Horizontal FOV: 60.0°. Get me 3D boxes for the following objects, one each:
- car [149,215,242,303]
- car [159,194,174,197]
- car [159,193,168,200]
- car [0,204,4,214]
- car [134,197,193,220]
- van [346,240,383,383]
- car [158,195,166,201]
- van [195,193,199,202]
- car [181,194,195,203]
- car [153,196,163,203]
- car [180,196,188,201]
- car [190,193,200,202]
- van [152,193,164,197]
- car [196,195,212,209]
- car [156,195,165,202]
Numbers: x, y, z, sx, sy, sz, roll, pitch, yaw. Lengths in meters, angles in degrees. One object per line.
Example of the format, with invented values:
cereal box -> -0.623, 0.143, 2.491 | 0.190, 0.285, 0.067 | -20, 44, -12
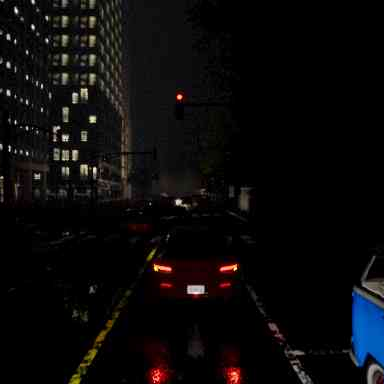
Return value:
car -> 0.051, 1.524, 8.056 | 1.812, 1.442, 4.674 | 0, 0, 0
car -> -3.665, 1.481, 50.442 | 1.837, 1.490, 4.892 | 0, 0, -1
car -> -8.106, 1.242, 95.169 | 2.192, 1.841, 5.009 | 0, 0, -3
car -> -18.229, 1.374, 28.480 | 4.206, 1.307, 1.802 | 1, 0, 3
car -> -2.484, 1.466, 27.807 | 2.128, 1.511, 4.902 | 1, 0, 38
van -> 2.558, 1.341, 2.122 | 1.690, 1.788, 3.998 | 0, 0, 0
car -> -7.555, 1.523, 84.089 | 1.802, 1.307, 4.206 | 0, 0, -3
van -> 1.732, 1.316, 51.209 | 1.690, 1.788, 3.998 | 0, 0, -2
car -> -0.889, 1.476, 55.976 | 1.837, 1.490, 4.892 | 0, 0, -2
car -> -6.848, 1.505, 67.458 | 1.887, 1.381, 4.507 | 0, 0, -2
car -> -1.927, 1.541, 80.581 | 1.895, 1.301, 4.718 | 0, 0, -3
car -> 0.714, 1.262, 78.921 | 2.192, 1.841, 5.009 | 0, 0, -3
van -> -6.645, 1.307, 61.915 | 1.690, 1.788, 3.998 | 0, 0, -2
car -> 1.884, 1.505, 45.837 | 1.752, 1.417, 4.829 | 0, 0, -2
car -> -7.302, 1.493, 78.544 | 1.887, 1.381, 4.507 | 0, 0, -2
